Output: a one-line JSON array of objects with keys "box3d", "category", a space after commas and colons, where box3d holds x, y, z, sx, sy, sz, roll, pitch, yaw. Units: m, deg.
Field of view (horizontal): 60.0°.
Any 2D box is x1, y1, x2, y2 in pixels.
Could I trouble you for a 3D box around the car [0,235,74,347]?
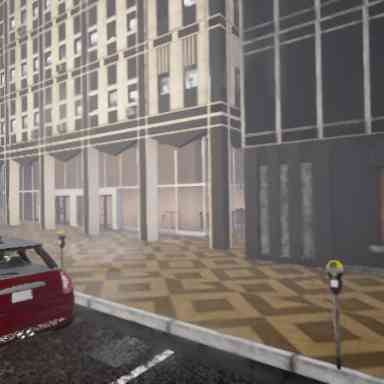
[{"box3d": [-3.892, 1.444, 5.669, 4.097, 1.590, 1.967, 0, -1, 36], "category": "car"}]
